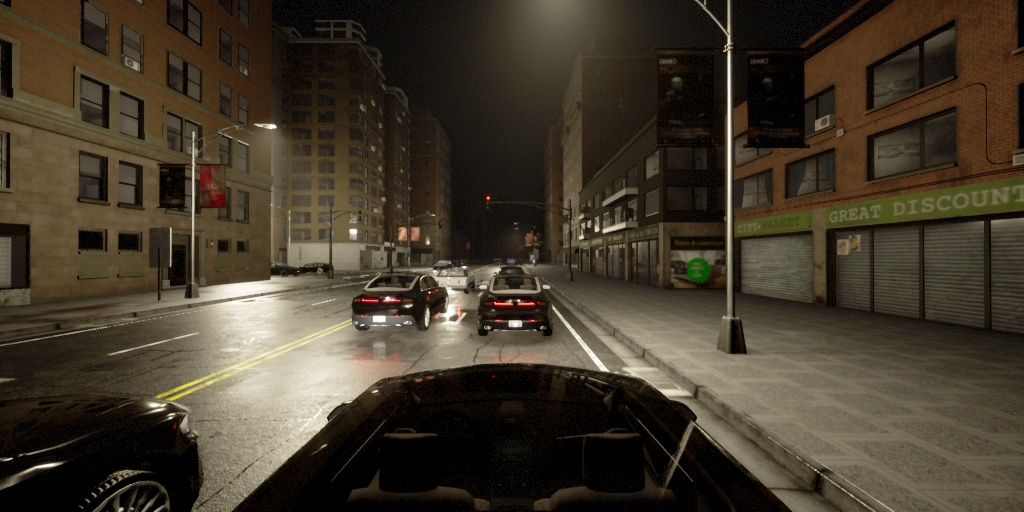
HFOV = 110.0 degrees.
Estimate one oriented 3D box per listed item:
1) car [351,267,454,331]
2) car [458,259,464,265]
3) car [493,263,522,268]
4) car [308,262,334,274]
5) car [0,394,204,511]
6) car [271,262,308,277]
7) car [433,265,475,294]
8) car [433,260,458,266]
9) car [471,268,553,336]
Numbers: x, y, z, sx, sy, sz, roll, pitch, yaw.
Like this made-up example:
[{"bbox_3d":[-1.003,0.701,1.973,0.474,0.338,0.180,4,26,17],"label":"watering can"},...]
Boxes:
[{"bbox_3d":[-3.170,1.256,10.978,1.837,1.490,4.892,0,0,0],"label":"car"},{"bbox_3d":[-9.942,1.344,61.908,1.994,1.385,4.181,0,0,0],"label":"car"},{"bbox_3d":[-0.035,1.279,19.644,1.812,1.442,4.674,0,0,0],"label":"car"},{"bbox_3d":[-22.227,1.349,40.053,4.313,1.339,1.948,0,0,0],"label":"car"},{"bbox_3d":[-3.153,1.241,0.582,2.128,1.511,4.902,0,0,0],"label":"car"},{"bbox_3d":[-22.610,1.317,34.572,4.181,1.385,1.994,0,0,0],"label":"car"},{"bbox_3d":[-3.189,1.354,20.290,1.895,1.301,4.718,0,0,0],"label":"car"},{"bbox_3d":[-9.918,1.319,52.220,2.033,1.411,5.357,0,0,4],"label":"car"},{"bbox_3d":[0.081,1.256,10.387,1.837,1.490,4.892,0,0,0],"label":"car"}]
